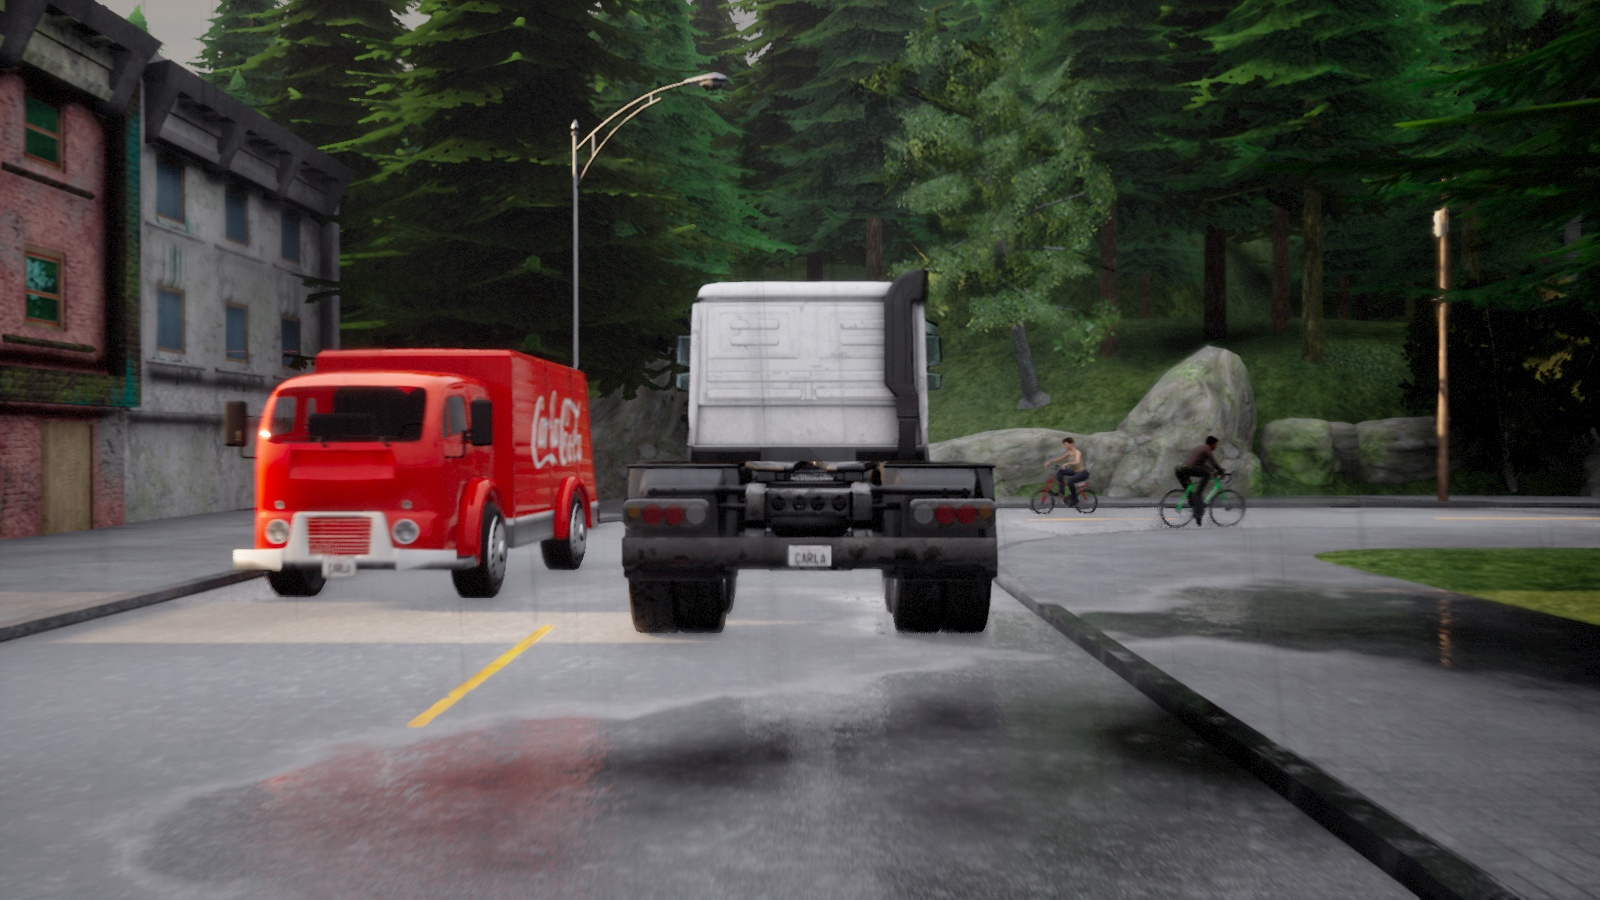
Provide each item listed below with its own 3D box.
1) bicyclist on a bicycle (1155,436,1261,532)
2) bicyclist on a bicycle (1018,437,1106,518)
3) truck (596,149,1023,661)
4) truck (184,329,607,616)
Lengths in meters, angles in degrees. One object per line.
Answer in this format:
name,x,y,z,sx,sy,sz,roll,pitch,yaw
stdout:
bicyclist on a bicycle,7.115,0.582,21.909,1.656,1.620,0.582,0,1,-12
bicyclist on a bicycle,5.386,0.543,25.860,1.509,1.612,0.866,0,2,-14
truck,0.087,-0.308,12.470,2.891,3.462,7.936,0,0,0
truck,-3.913,0.181,13.477,2.627,2.467,5.204,0,0,3
